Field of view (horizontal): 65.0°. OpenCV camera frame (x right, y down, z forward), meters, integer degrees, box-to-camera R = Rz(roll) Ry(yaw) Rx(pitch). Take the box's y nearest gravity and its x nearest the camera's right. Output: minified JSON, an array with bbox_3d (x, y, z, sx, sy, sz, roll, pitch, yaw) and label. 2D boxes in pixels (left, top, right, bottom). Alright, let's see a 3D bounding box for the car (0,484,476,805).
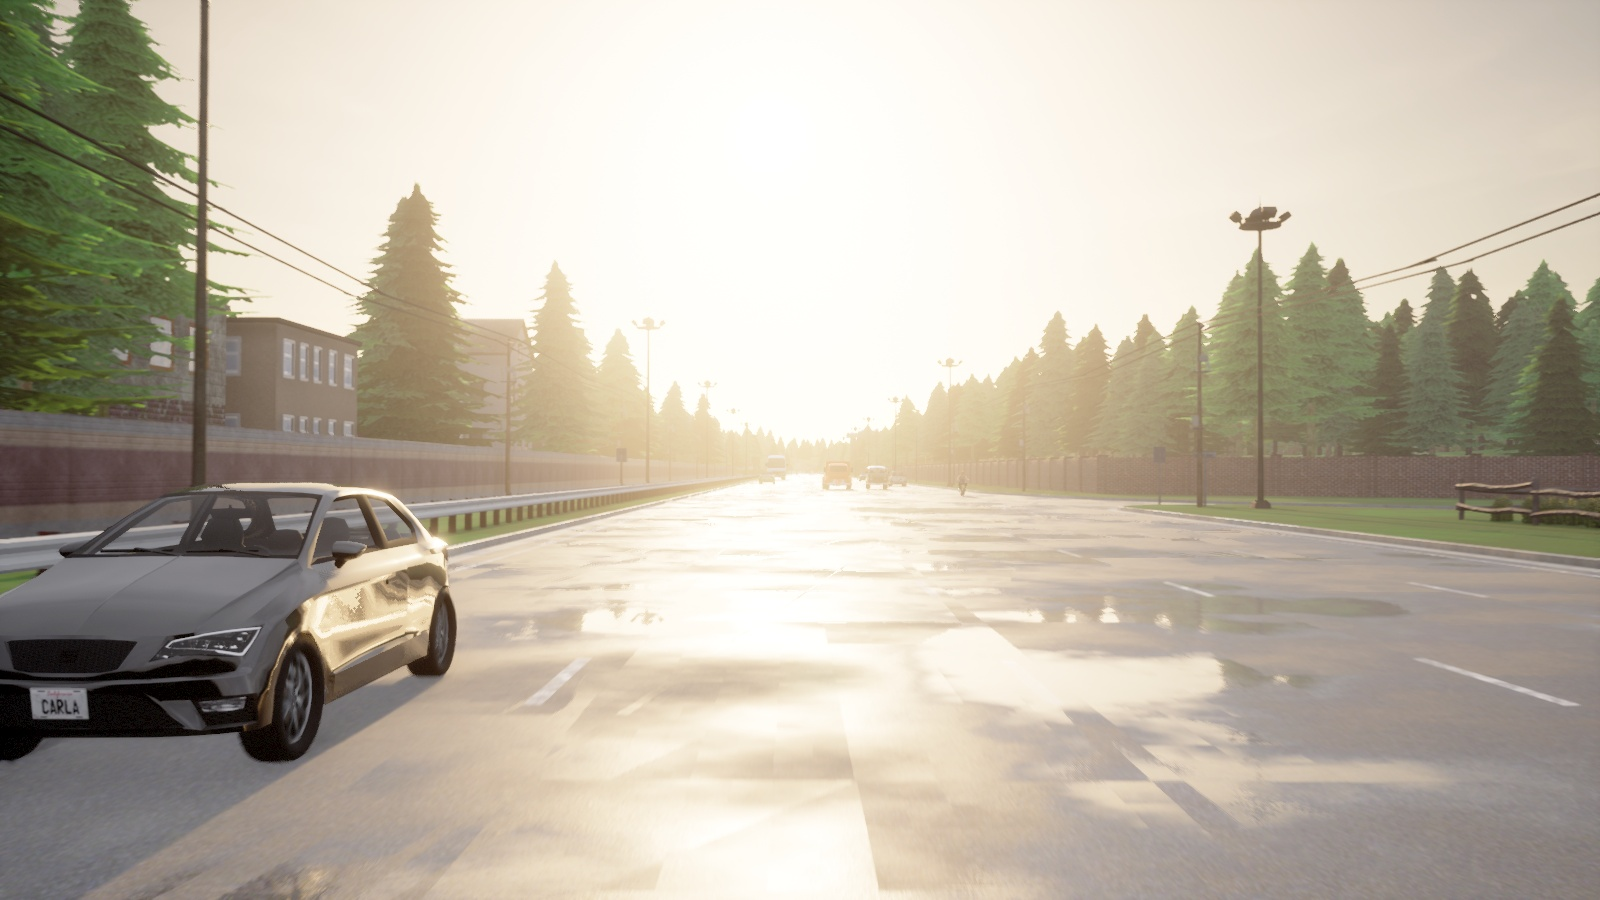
[{"bbox_3d":[-3.520,0.977,8.056,1.816,1.474,4.193,0,-1,0],"label":"car"}]
